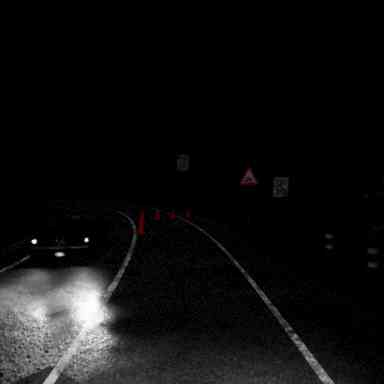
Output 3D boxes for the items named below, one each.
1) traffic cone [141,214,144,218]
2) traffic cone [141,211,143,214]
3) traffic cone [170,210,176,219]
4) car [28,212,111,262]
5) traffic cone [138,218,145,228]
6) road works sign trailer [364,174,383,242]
[{"bbox_3d":[-2.689,1.610,17.730,0.340,0.580,0.340,-1,2,-8],"label":"traffic cone"},{"bbox_3d":[-2.963,1.557,19.710,0.340,0.580,0.340,-1,2,-8],"label":"traffic cone"},{"bbox_3d":[-1.264,1.453,21.954,0.340,0.580,0.340,-1,2,-7],"label":"traffic cone"},{"bbox_3d":[-4.051,1.431,11.713,1.895,1.301,4.718,-1,1,-7],"label":"car"},{"bbox_3d":[-2.415,1.661,15.749,0.340,0.580,0.340,-1,2,-8],"label":"traffic cone"},{"bbox_3d":[7.390,0.813,10.801,2.380,2.880,3.560,43,2,-1],"label":"road works sign trailer"}]
